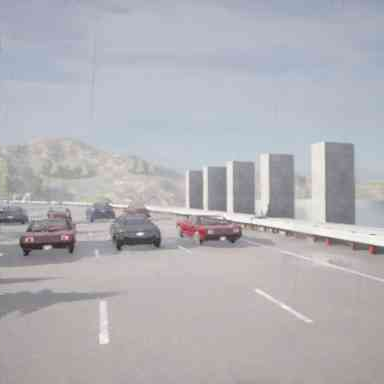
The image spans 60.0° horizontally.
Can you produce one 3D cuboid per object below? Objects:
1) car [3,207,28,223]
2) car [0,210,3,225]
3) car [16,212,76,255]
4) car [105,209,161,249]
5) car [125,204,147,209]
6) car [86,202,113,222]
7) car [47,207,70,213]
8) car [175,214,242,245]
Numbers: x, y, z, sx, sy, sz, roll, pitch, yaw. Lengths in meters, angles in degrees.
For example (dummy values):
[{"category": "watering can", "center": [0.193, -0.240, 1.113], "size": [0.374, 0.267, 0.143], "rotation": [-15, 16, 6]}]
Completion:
[{"category": "car", "center": [-14.996, 1.946, 27.945], "size": [1.994, 1.385, 4.181], "rotation": [0, -1, -23]}, {"category": "car", "center": [-9.144, 1.414, 12.651], "size": [2.150, 2.045, 5.566], "rotation": [0, 0, -18]}, {"category": "car", "center": [-6.034, 1.785, 14.373], "size": [1.895, 1.301, 4.718], "rotation": [0, -1, -19]}, {"category": "car", "center": [-2.804, 1.739, 15.721], "size": [1.994, 1.385, 4.181], "rotation": [0, -1, -19]}, {"category": "car", "center": [-5.464, 1.883, 32.356], "size": [1.812, 1.442, 4.674], "rotation": [0, 0, -24]}, {"category": "car", "center": [-8.503, 1.712, 30.569], "size": [2.097, 1.767, 4.553], "rotation": [0, -1, -23]}, {"category": "car", "center": [-11.654, 1.970, 29.050], "size": [1.895, 1.301, 4.718], "rotation": [0, -1, -23]}, {"category": "car", "center": [0.622, 1.760, 16.539], "size": [1.895, 1.301, 4.718], "rotation": [0, -1, -19]}]
